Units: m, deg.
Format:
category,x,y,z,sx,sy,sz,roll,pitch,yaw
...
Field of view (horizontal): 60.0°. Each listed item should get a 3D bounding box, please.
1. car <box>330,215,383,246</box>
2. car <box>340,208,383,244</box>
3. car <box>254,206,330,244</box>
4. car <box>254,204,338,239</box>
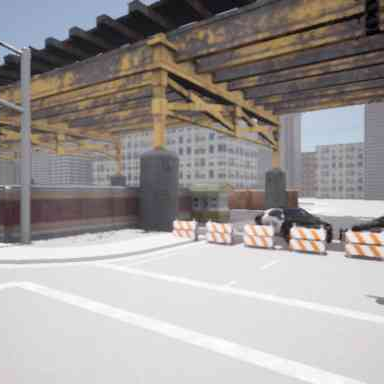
category,x,y,z,sx,sy,sz,roll,pitch,yaw
car,8.461,1.452,13.120,4.974,1.542,2.038,0,0,-1
car,8.513,1.294,13.121,4.536,1.218,1.853,0,0,-1
car,4.703,1.448,15.786,2.038,1.542,4.974,0,0,-11
car,4.693,1.291,15.837,1.853,1.218,4.536,0,0,-11
